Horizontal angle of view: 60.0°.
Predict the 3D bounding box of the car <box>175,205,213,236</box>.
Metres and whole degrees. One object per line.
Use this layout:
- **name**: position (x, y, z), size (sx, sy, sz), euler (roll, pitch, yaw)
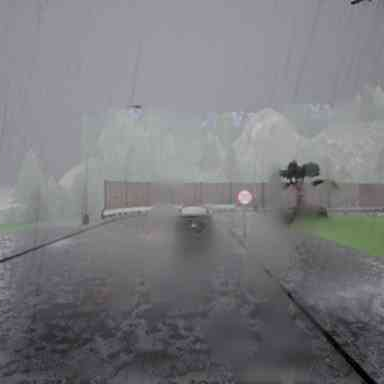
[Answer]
- **car**: position (0.114, 1.433, 18.018), size (1.882, 1.535, 5.008), euler (0, 0, 0)
